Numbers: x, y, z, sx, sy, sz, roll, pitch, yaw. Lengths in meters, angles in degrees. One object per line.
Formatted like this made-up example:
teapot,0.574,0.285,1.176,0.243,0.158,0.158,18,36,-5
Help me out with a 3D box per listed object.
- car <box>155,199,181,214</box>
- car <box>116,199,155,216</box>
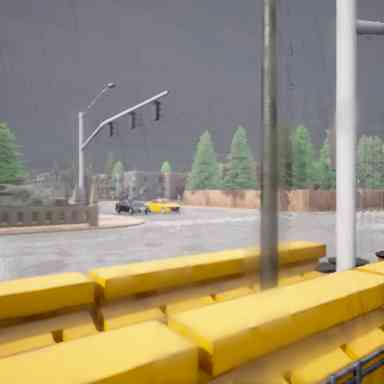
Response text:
car,-3.093,1.493,35.435,1.882,1.535,5.008,0,0,-36
car,-6.072,1.504,33.584,2.128,1.511,4.902,0,0,-36
